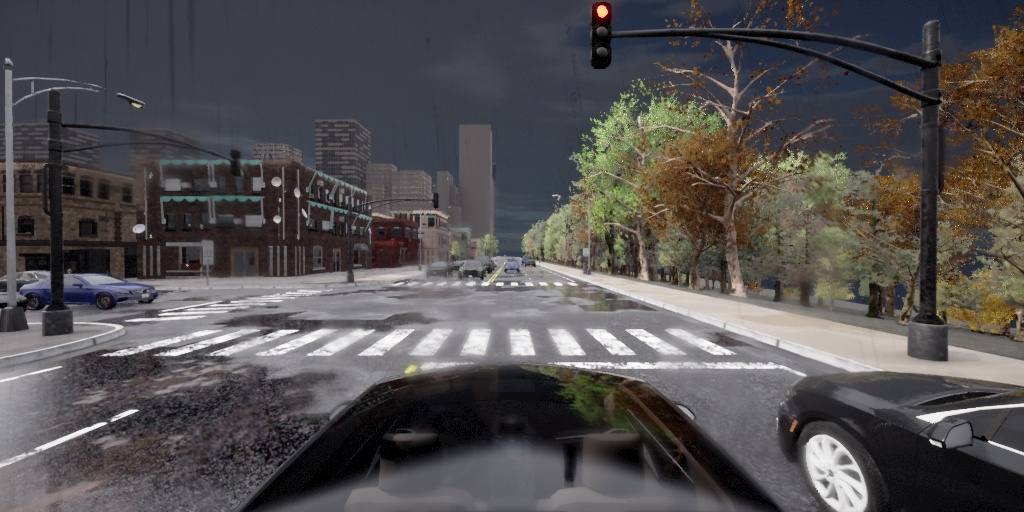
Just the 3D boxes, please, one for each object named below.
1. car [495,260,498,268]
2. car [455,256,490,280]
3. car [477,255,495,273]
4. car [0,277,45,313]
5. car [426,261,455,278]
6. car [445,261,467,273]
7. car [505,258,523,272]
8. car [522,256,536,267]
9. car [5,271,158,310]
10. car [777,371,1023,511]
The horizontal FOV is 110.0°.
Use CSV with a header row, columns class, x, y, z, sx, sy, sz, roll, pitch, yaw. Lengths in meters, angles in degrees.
class,x,y,z,sx,sy,sz,roll,pitch,yaw
car,-3.457,1.294,50.777,1.994,1.385,4.181,0,0,0
car,-3.413,1.091,31.691,2.097,1.767,4.553,0,0,0
car,-3.435,0.956,41.271,2.150,2.045,5.566,0,0,0
car,-19.973,1.564,12.631,4.313,1.339,1.948,0,0,0
car,-6.664,1.216,33.518,1.882,1.535,5.008,0,0,0
car,-6.683,1.335,43.480,1.895,1.301,4.718,0,0,0
car,-0.005,1.280,46.156,2.033,1.411,5.357,0,0,0
car,3.203,1.229,63.655,1.837,1.490,4.892,0,0,0
car,-18.095,1.475,15.371,4.674,1.442,1.812,-1,1,-1
car,3.366,1.255,1.255,1.837,1.490,4.892,0,0,-2
